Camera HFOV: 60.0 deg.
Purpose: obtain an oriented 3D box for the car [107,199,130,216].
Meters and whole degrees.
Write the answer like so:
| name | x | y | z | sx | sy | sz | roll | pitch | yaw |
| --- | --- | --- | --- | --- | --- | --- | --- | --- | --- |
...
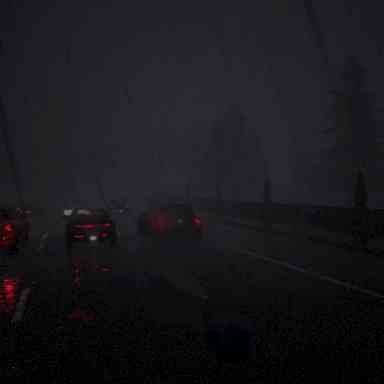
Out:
| name | x | y | z | sx | sy | sz | roll | pitch | yaw |
| --- | --- | --- | --- | --- | --- | --- | --- | --- | --- |
| car | -6.783 | 1.358 | 29.834 | 2.128 | 1.511 | 4.902 | 0 | 0 | -21 |

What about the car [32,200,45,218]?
| name | x | y | z | sx | sy | sz | roll | pitch | yaw |
| --- | --- | --- | --- | --- | --- | --- | --- | --- | --- |
| car | -13.665 | 1.409 | 28.223 | 1.812 | 1.442 | 4.674 | 0 | 0 | -21 |

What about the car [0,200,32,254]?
| name | x | y | z | sx | sy | sz | roll | pitch | yaw |
| --- | --- | --- | --- | --- | --- | --- | --- | --- | --- |
| car | -7.731 | 1.299 | 13.037 | 2.097 | 1.767 | 4.553 | 0 | 0 | -21 |

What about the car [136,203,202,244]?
| name | x | y | z | sx | sy | sz | roll | pitch | yaw |
| --- | --- | --- | --- | --- | --- | --- | --- | --- | --- |
| car | -1.243 | 1.276 | 15.666 | 2.097 | 1.767 | 4.553 | 0 | 0 | -21 |

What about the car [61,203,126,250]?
| name | x | y | z | sx | sy | sz | roll | pitch | yaw |
| --- | --- | --- | --- | --- | --- | --- | --- | --- | --- |
| car | -4.401 | 1.427 | 14.129 | 2.128 | 1.511 | 4.902 | 0 | 0 | -21 |
